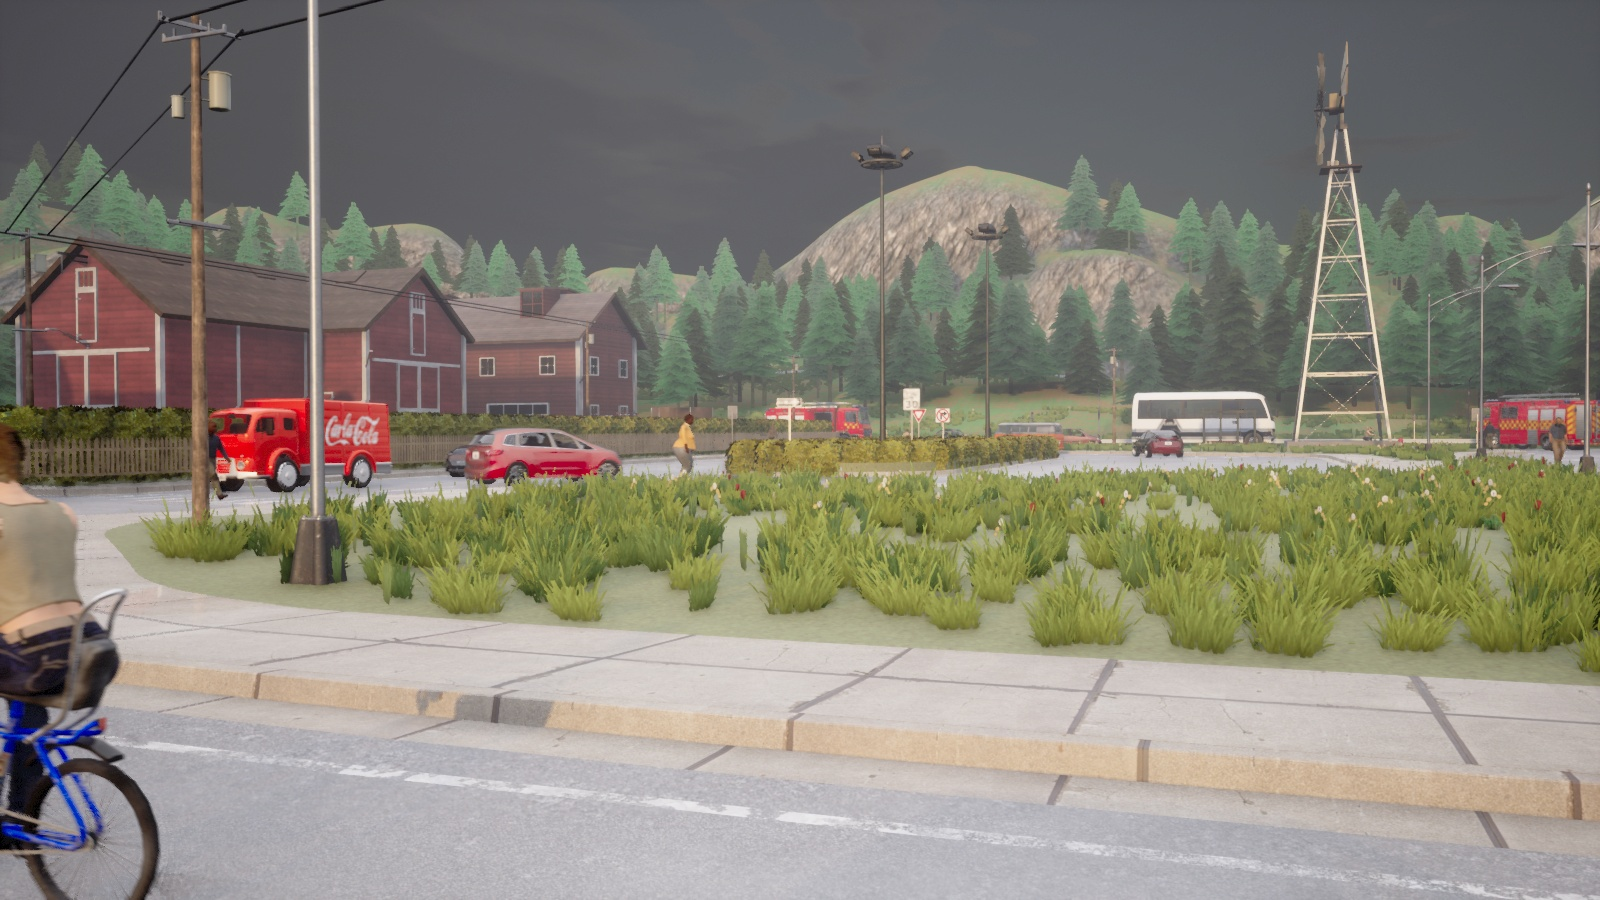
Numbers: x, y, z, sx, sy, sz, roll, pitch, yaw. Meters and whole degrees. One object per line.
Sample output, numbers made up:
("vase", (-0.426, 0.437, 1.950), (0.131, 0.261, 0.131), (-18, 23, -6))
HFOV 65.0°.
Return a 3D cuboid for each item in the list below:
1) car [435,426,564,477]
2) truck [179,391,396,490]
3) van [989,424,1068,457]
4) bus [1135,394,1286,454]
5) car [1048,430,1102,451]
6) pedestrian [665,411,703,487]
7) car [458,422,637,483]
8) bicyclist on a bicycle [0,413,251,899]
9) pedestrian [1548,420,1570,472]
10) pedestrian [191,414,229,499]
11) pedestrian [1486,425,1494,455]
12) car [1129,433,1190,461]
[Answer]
("car", (-10.301, 0.022, 43.531), (2.033, 1.649, 4.856), (1, 1, 20))
("truck", (-13.693, -0.243, 33.988), (2.627, 2.467, 5.204), (1, 0, 20))
("van", (14.079, -0.609, 77.556), (4.442, 1.987, 1.775), (1, 1, 33))
("bus", (30.149, -1.915, 92.322), (10.273, 4.253, 3.944), (1, 1, 20))
("car", (20.916, -0.726, 95.545), (3.988, 1.617, 1.851), (0, 1, 12))
("pedestrian", (-2.875, -0.030, 31.308), (0.900, 1.855, 0.874), (0, 1, -2))
("car", (-7.341, 0.056, 36.657), (4.611, 1.667, 2.242), (0, 1, -38))
("bicyclist on a bicycle", (-2.750, 0.687, 4.137), (1.509, 1.612, 0.866), (0, 1, 17))
("pedestrian", (27.620, -0.146, 45.703), (0.540, 1.848, 0.694), (1, 1, 18))
("pedestrian", (-12.946, 0.132, 27.545), (0.726, 1.835, 0.370), (1, 1, 24))
("pedestrian", (42.942, -0.608, 78.158), (0.370, 1.835, 0.726), (1, 1, 21))
("car", (19.692, -0.205, 69.047), (2.163, 1.488, 4.792), (0, 1, 3))
